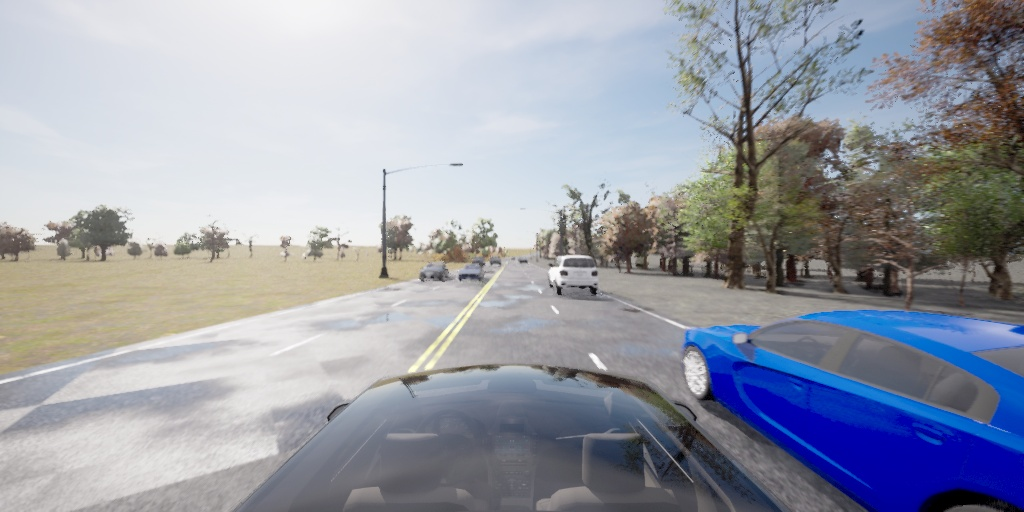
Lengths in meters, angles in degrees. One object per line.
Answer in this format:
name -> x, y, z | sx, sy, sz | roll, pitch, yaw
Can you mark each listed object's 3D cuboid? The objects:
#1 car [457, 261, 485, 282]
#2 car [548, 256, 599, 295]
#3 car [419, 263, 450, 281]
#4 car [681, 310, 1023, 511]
car -> -3.347, 1.370, 30.315 | 2.033, 1.411, 5.357 | 0, 0, 0
car -> 3.362, 0.993, 20.392 | 2.150, 2.045, 5.566 | 1, 0, 0
car -> -6.593, 1.317, 30.779 | 2.128, 1.511, 4.902 | 0, 0, 0
car -> 3.359, 1.216, 3.167 | 1.882, 1.535, 5.008 | 1, 1, 0
